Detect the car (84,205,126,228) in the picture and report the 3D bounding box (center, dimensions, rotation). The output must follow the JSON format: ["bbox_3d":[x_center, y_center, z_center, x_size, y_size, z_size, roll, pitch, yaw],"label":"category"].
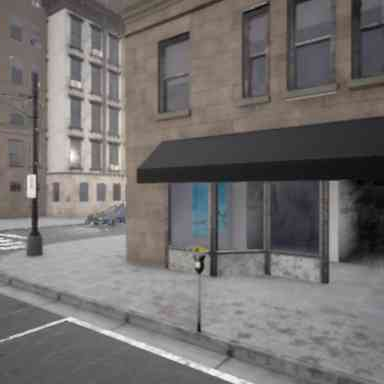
[{"bbox_3d":[-4.807,1.605,23.258,2.033,1.411,5.357,0,0,35],"label":"car"}]
